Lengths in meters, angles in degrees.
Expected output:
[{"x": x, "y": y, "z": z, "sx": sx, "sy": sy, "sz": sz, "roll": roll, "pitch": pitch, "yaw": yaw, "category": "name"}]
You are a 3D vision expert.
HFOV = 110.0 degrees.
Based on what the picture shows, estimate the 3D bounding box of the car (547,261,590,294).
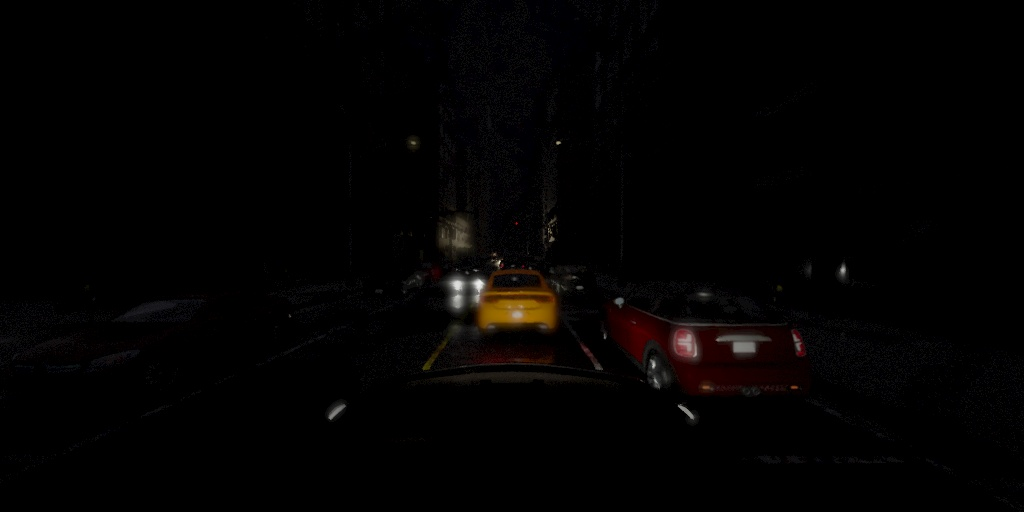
[{"x": 2.897, "y": 1.067, "z": 17.361, "sx": 2.007, "sy": 1.370, "sz": 4.403, "roll": 0, "pitch": 0, "yaw": 0, "category": "car"}]

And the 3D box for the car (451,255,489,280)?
[{"x": -2.963, "y": 0.890, "z": 26.452, "sx": 1.837, "sy": 1.490, "sz": 4.892, "roll": 0, "pitch": 0, "yaw": 1, "category": "car"}]

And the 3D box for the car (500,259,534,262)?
[{"x": 0.144, "y": 1.047, "z": 19.679, "sx": 1.994, "sy": 1.385, "sz": 4.181, "roll": 0, "pitch": 1, "yaw": 0, "category": "car"}]

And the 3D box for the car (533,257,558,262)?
[{"x": 2.925, "y": 0.920, "z": 28.362, "sx": 1.948, "sy": 1.339, "sz": 4.313, "roll": 0, "pitch": 0, "yaw": 0, "category": "car"}]

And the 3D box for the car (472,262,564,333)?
[{"x": 0.120, "y": 1.100, "z": 10.265, "sx": 1.882, "sy": 1.535, "sz": 5.008, "roll": 0, "pitch": 1, "yaw": 0, "category": "car"}]

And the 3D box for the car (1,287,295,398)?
[{"x": -5.657, "y": 1.262, "z": 6.382, "sx": 1.802, "sy": 1.307, "sz": 4.207, "roll": 0, "pitch": 0, "yaw": 0, "category": "car"}]

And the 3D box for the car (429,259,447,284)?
[{"x": -5.615, "y": 1.017, "z": 22.884, "sx": 1.802, "sy": 1.307, "sz": 4.207, "roll": 0, "pitch": 0, "yaw": 0, "category": "car"}]

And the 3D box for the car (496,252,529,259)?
[{"x": 0.100, "y": 0.698, "z": 28.954, "sx": 2.097, "sy": 1.767, "sz": 4.553, "roll": 0, "pitch": 1, "yaw": 1, "category": "car"}]

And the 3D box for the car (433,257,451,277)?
[{"x": -5.600, "y": 0.794, "z": 28.385, "sx": 1.967, "sy": 1.591, "sz": 4.097, "roll": 0, "pitch": 0, "yaw": 0, "category": "car"}]

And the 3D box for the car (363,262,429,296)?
[{"x": -5.628, "y": 1.082, "z": 17.383, "sx": 1.948, "sy": 1.339, "sz": 4.313, "roll": 0, "pitch": 0, "yaw": 0, "category": "car"}]

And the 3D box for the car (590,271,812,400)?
[{"x": 2.869, "y": 1.120, "z": 6.360, "sx": 1.967, "sy": 1.591, "sz": 4.097, "roll": 0, "pitch": 0, "yaw": 0, "category": "car"}]
